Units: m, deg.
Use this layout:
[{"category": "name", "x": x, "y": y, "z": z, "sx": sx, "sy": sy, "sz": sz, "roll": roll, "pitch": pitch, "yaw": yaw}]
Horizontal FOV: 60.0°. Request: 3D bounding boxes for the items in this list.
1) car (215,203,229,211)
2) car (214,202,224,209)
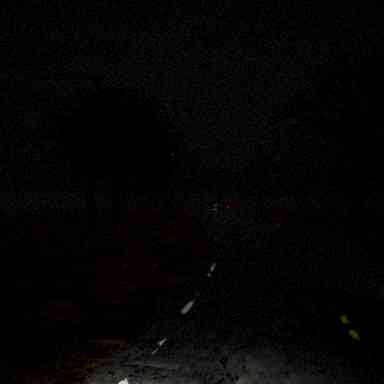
[{"category": "car", "x": 5.500, "y": 2.735, "z": 59.606, "sx": 1.895, "sy": 1.301, "sz": 4.718, "roll": 1, "pitch": -1, "yaw": 0}, {"category": "car", "x": 5.987, "y": 2.996, "z": 73.306, "sx": 1.895, "sy": 1.301, "sz": 4.718, "roll": 1, "pitch": -1, "yaw": 6}]
